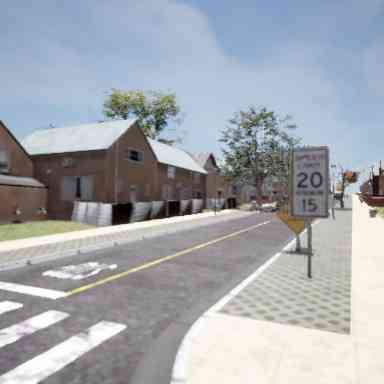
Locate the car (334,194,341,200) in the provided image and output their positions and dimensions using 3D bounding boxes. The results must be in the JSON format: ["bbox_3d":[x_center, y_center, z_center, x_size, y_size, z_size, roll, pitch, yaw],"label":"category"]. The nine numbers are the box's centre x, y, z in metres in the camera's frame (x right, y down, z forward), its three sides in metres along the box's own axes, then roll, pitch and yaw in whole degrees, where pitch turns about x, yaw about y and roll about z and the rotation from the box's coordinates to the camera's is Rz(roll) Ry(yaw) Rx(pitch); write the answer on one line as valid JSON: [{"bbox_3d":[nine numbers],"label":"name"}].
[{"bbox_3d":[34.563,1.180,78.861,1.882,1.535,5.008,0,0,26],"label":"car"}]

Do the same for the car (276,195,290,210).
[{"bbox_3d":[11.459,1.203,39.552,2.097,1.767,4.553,0,0,26],"label":"car"}]

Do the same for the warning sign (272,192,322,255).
[{"bbox_3d":[3.348,0.990,10.591,1.300,1.860,1.060,-4,-5,26],"label":"warning sign"}]
